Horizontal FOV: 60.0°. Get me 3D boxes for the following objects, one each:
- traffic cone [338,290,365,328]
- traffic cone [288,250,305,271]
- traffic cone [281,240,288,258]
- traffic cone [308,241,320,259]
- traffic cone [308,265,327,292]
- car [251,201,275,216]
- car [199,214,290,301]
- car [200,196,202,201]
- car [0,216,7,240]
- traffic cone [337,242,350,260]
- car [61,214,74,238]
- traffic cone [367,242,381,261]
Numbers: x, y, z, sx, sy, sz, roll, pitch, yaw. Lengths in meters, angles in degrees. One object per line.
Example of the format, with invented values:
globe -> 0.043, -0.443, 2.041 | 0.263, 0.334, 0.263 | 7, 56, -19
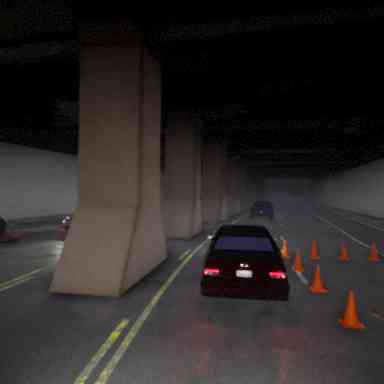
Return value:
traffic cone -> 2.755, 1.991, 5.759 | 0.340, 0.580, 0.340 | 1, 0, 5
traffic cone -> 3.104, 1.992, 9.744 | 0.340, 0.580, 0.340 | 1, 0, 5
traffic cone -> 3.278, 1.992, 11.736 | 0.340, 0.580, 0.340 | 1, 0, 5
traffic cone -> 4.274, 2.007, 11.649 | 0.340, 0.580, 0.340 | 1, 0, 5
traffic cone -> 2.930, 1.991, 7.751 | 0.340, 0.580, 0.340 | 1, 0, 5
car -> 6.474, 1.544, 30.386 | 1.882, 1.535, 5.008 | 1, 0, 15
car -> 1.307, 1.558, 8.625 | 2.033, 1.411, 5.357 | 1, 0, 8
car -> 1.300, 1.459, 52.228 | 2.128, 1.511, 4.902 | 1, 0, 15
car -> -8.908, 1.360, 11.942 | 1.837, 1.490, 4.892 | 1, 0, 9
traffic cone -> 5.271, 2.022, 11.562 | 0.340, 0.580, 0.340 | 1, 0, 5
car -> -4.481, 1.269, 16.586 | 2.097, 1.767, 4.553 | 1, 0, 12
traffic cone -> 6.267, 2.037, 11.474 | 0.340, 0.580, 0.340 | 1, 0, 5
